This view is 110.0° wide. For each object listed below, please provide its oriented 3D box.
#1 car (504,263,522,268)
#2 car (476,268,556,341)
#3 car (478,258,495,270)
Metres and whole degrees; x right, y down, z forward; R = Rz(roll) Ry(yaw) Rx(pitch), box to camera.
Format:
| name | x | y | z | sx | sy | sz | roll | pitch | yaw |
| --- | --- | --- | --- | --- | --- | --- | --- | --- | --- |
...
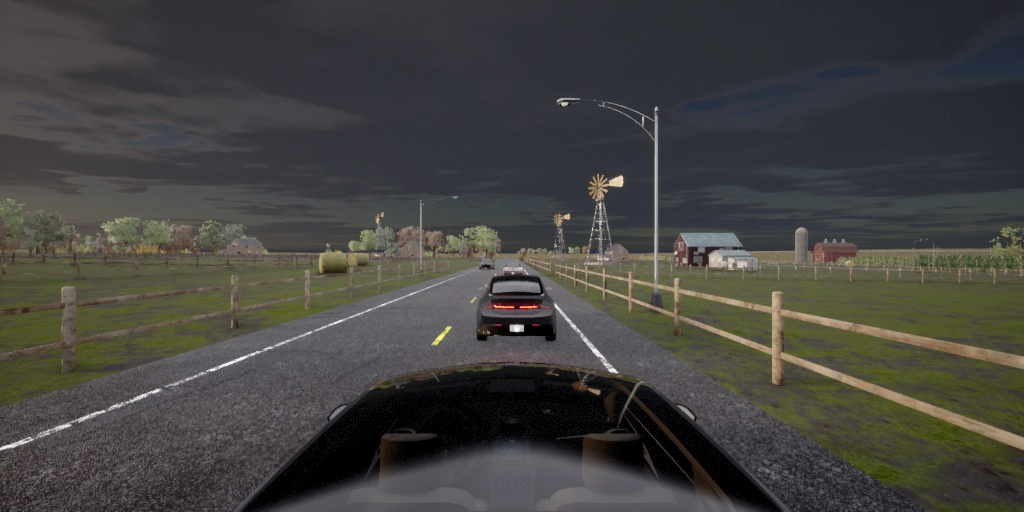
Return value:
| name | x | y | z | sx | sy | sz | roll | pitch | yaw |
| --- | --- | --- | --- | --- | --- | --- | --- | --- | --- |
| car | 0.093 | 1.344 | 36.228 | 1.895 | 1.301 | 4.718 | 0 | 0 | 0 |
| car | 0.099 | 1.253 | 9.857 | 1.837 | 1.490 | 4.892 | 0 | 0 | 0 |
| car | -3.557 | 1.093 | 50.798 | 2.097 | 1.767 | 4.553 | 0 | 0 | 0 |
